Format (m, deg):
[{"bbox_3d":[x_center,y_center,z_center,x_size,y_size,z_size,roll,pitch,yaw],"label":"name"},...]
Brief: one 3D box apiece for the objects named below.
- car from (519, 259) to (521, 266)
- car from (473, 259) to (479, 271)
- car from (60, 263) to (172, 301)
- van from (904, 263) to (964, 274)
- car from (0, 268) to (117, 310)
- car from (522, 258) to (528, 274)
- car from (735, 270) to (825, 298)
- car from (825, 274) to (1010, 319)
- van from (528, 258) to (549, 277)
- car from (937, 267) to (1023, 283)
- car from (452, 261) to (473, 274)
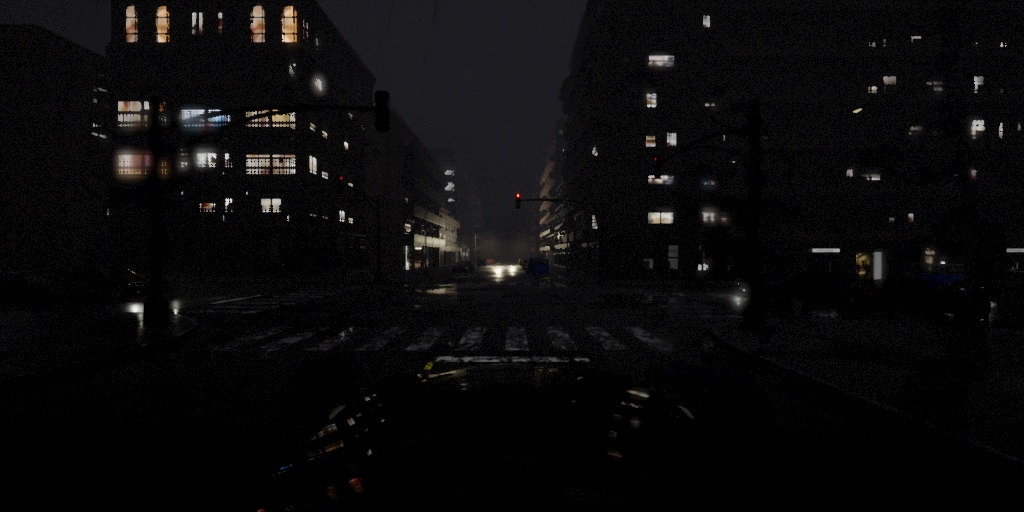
[{"bbox_3d":[2.617,1.251,58.018,1.967,1.591,4.097,0,0,0],"label":"car"},{"bbox_3d":[-5.894,1.351,47.018,1.948,1.339,4.313,0,0,0],"label":"car"},{"bbox_3d":[-18.007,1.085,15.801,5.008,1.535,1.882,1,0,0],"label":"car"},{"bbox_3d":[26.071,1.342,21.563,3.998,1.789,1.690,0,0,0],"label":"van"},{"bbox_3d":[-17.756,1.214,13.219,4.207,1.307,1.802,0,0,0],"label":"car"},{"bbox_3d":[2.680,1.090,41.457,2.192,1.841,5.009,0,0,0],"label":"car"},{"bbox_3d":[14.956,1.453,18.993,5.357,1.411,2.033,1,0,0],"label":"car"},{"bbox_3d":[14.697,1.498,13.200,4.507,1.381,1.888,0,0,0],"label":"car"},{"bbox_3d":[2.775,1.108,35.961,1.690,1.789,3.998,0,0,0],"label":"van"},{"bbox_3d":[26.211,1.530,18.986,4.892,1.490,1.837,1,0,0],"label":"car"},{"bbox_3d":[-5.887,1.357,41.497,1.802,1.307,4.207,0,0,0],"label":"car"}]
